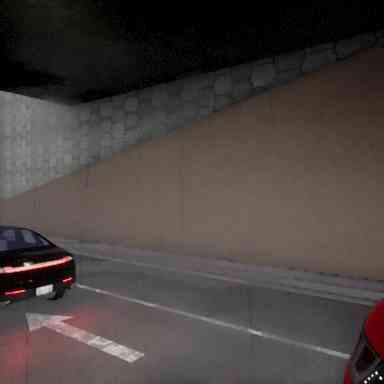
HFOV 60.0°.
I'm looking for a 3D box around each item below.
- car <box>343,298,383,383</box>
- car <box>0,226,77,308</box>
[{"bbox_3d":[3.644,1.222,1.345,5.566,2.045,2.150,0,0,35],"label":"car"},{"bbox_3d":[-4.533,1.491,7.202,4.902,1.511,2.128,0,0,36],"label":"car"}]
